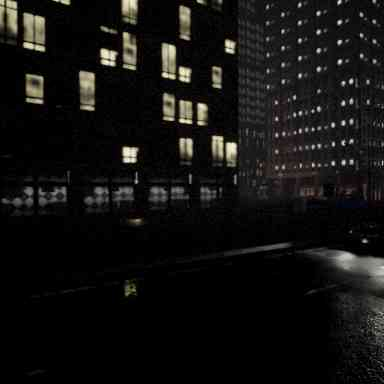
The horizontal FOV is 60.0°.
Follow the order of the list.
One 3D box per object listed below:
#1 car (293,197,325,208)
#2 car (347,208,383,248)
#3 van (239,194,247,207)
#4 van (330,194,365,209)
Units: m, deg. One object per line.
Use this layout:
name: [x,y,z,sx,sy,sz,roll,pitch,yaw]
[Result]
car: [15.910,1.345,45.530,1.887,1.381,4.507,0,0,-34]
car: [8.219,1.514,13.494,4.674,1.442,1.812,0,0,-35]
van: [5.848,1.191,45.408,1.690,1.788,3.998,0,0,-34]
van: [19.087,1.167,40.992,1.690,1.788,3.998,0,0,-34]
